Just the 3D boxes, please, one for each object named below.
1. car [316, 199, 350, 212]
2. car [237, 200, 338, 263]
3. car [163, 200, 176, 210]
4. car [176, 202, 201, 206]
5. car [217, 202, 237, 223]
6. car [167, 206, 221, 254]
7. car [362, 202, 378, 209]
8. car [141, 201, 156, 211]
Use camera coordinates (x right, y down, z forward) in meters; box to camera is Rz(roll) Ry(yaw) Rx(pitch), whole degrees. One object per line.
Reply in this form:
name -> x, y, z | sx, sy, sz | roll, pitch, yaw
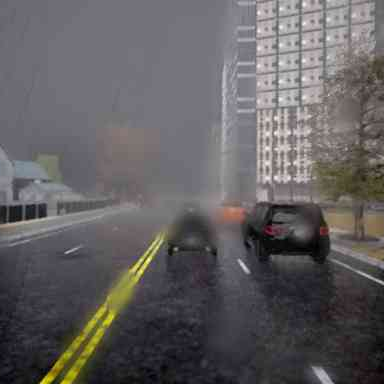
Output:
car -> 23.014, 2.186, 54.498 | 5.009, 1.841, 2.192 | 0, 1, 20
car -> 3.264, 1.342, 12.579 | 2.150, 2.045, 5.566 | 0, 0, 0
car -> -3.266, 2.005, 50.523 | 1.837, 1.490, 4.892 | 0, -1, 0
car -> 0.022, 1.621, 28.411 | 2.097, 1.767, 4.553 | 0, -1, 0
car -> 3.272, 1.621, 28.408 | 2.097, 1.767, 4.553 | 0, -1, 0
car -> 0.029, 1.611, 14.251 | 1.882, 1.535, 5.008 | 0, 0, 0
car -> 31.048, 2.317, 59.951 | 4.403, 1.369, 2.008 | 0, 1, 20
car -> -6.519, 2.018, 50.131 | 1.812, 1.442, 4.674 | 0, -1, 0
